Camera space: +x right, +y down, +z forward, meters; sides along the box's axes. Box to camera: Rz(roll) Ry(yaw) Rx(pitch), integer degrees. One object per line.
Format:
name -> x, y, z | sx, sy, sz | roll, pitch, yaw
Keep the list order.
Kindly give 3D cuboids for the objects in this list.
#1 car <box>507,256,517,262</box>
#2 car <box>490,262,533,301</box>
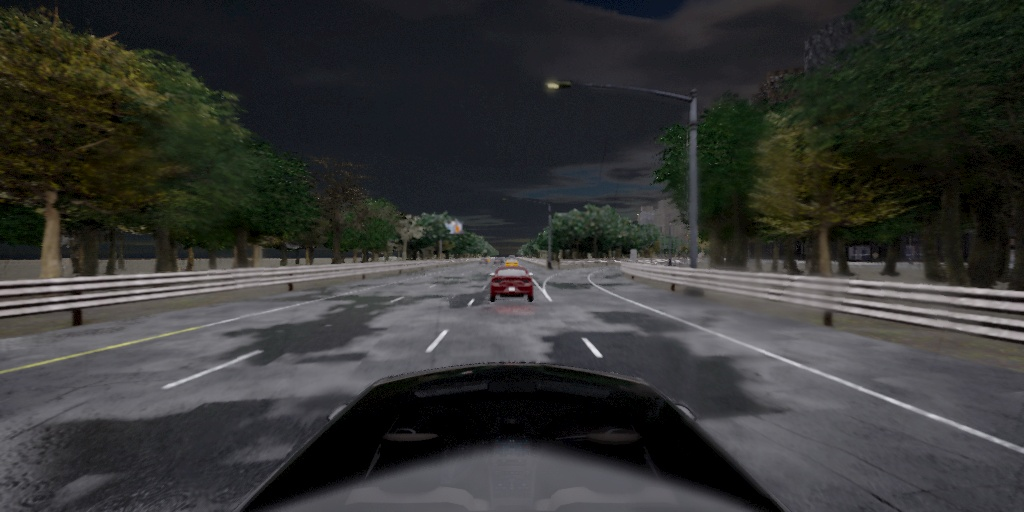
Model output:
car -> -0.035, 1.230, 53.524 | 1.882, 1.535, 5.008 | 0, 0, 0
car -> -0.010, 1.229, 17.428 | 1.882, 1.535, 5.008 | 0, 0, 0
